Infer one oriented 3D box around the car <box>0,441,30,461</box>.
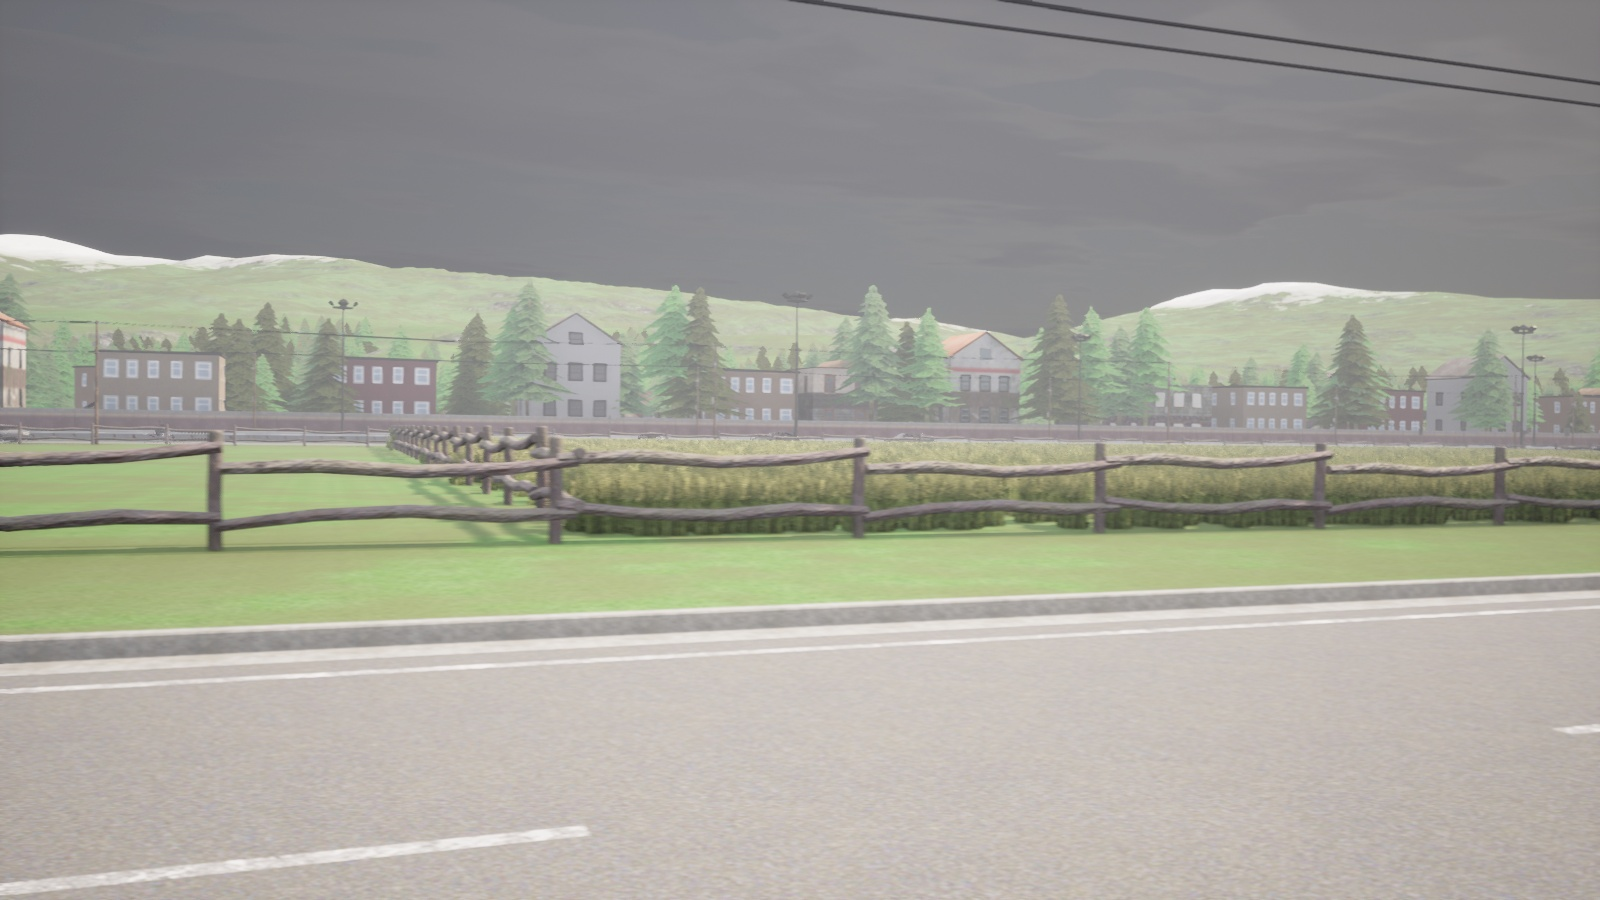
[{"bbox_3d":[-53.630,0.086,82.665,4.718,1.301,1.895,-1,1,-21],"label":"car"}]
